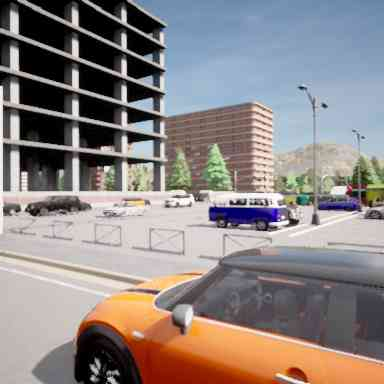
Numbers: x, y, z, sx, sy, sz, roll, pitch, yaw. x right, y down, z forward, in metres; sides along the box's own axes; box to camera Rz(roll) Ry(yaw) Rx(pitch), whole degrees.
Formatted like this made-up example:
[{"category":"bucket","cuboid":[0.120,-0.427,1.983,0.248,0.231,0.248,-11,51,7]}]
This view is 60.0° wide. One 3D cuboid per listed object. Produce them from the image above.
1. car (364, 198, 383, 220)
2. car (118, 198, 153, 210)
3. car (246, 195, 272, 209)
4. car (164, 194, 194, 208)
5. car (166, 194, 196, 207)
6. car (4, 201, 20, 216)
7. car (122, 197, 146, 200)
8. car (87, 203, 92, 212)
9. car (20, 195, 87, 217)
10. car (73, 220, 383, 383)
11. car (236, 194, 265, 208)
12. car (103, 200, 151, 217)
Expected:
[{"category":"car","cuboid":[14.947,1.406,24.566,3.806,1.475,1.970,0,0,36]},{"category":"car","cuboid":[-8.050,1.649,48.148,2.128,1.511,4.902,0,0,35]},{"category":"car","cuboid":[11.582,1.616,57.448,1.812,1.442,4.674,0,0,35]},{"category":"car","cuboid":[-1.957,1.357,50.689,2.150,2.045,5.566,0,0,35]},{"category":"car","cuboid":[-1.844,1.378,56.872,2.150,2.045,5.566,0,0,36]},{"category":"car","cuboid":[-19.220,1.649,32.350,2.128,1.511,4.902,0,0,36]},{"category":"car","cuboid":[-8.035,1.487,42.106,2.097,1.767,4.553,0,0,35]},{"category":"car","cuboid":[-14.076,1.721,39.623,1.994,1.385,4.181,0,0,35]},{"category":"car","cuboid":[-13.915,1.357,33.781,2.150,2.045,5.566,0,0,35]},{"category":"car","cuboid":[0.843,1.358,3.388,4.553,1.767,2.097,-1,0,36]},{"category":"car","cuboid":[11.107,1.334,62.825,2.150,2.045,5.566,0,0,35]},{"category":"car","cuboid":[-6.194,1.691,32.227,1.895,1.301,4.718,0,0,35]}]
